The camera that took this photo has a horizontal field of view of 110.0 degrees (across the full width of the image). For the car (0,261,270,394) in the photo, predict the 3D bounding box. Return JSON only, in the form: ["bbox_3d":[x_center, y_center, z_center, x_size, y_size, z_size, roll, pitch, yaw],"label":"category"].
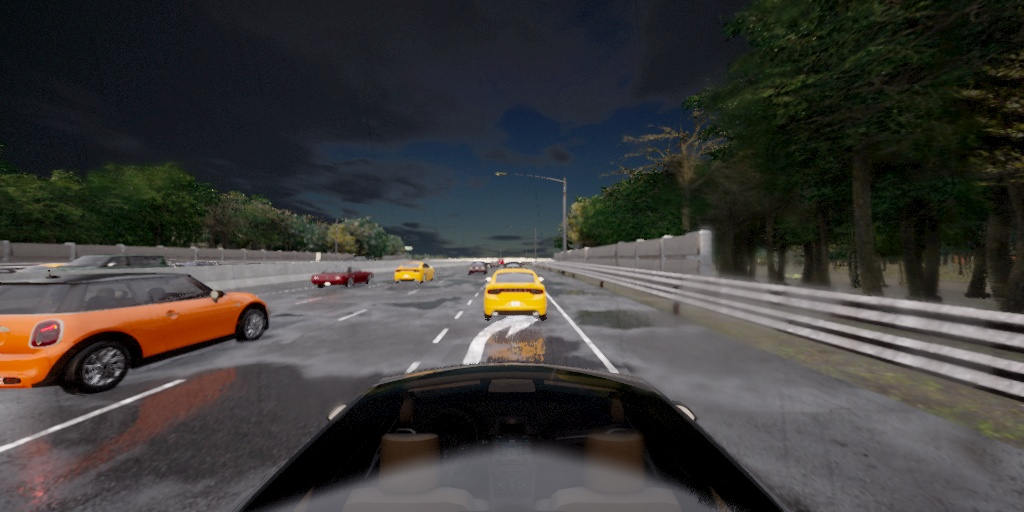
[{"bbox_3d":[-6.901,1.075,6.774,2.097,1.767,4.553,0,0,0],"label":"car"}]

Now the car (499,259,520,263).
[{"bbox_3d":[0.095,1.209,30.730,1.812,1.442,4.674,0,0,0],"label":"car"}]

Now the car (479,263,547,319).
[{"bbox_3d":[0.098,1.172,12.505,1.882,1.535,5.008,0,0,0],"label":"car"}]

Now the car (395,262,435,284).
[{"bbox_3d":[-6.904,1.150,25.898,1.882,1.535,5.008,0,0,0],"label":"car"}]

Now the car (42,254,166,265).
[{"bbox_3d":[-21.102,0.895,18.754,2.150,2.045,5.566,0,0,0],"label":"car"}]

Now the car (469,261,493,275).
[{"bbox_3d":[-3.508,1.266,38.390,2.033,1.411,5.357,0,0,0],"label":"car"}]

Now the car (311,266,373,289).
[{"bbox_3d":[-10.404,1.271,22.451,1.895,1.301,4.718,0,0,0],"label":"car"}]

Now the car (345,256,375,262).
[{"bbox_3d":[-21.059,1.049,50.256,2.150,2.045,5.566,0,-1,1],"label":"car"}]
